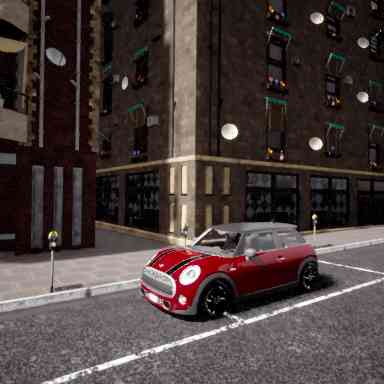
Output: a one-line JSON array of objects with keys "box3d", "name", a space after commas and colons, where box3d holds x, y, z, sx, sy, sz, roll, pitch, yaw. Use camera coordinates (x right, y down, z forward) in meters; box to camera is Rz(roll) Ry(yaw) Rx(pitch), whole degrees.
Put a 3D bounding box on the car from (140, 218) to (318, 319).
[{"box3d": [0.907, 1.442, 7.335, 4.097, 1.590, 1.967, 0, 1, -35], "name": "car"}]
